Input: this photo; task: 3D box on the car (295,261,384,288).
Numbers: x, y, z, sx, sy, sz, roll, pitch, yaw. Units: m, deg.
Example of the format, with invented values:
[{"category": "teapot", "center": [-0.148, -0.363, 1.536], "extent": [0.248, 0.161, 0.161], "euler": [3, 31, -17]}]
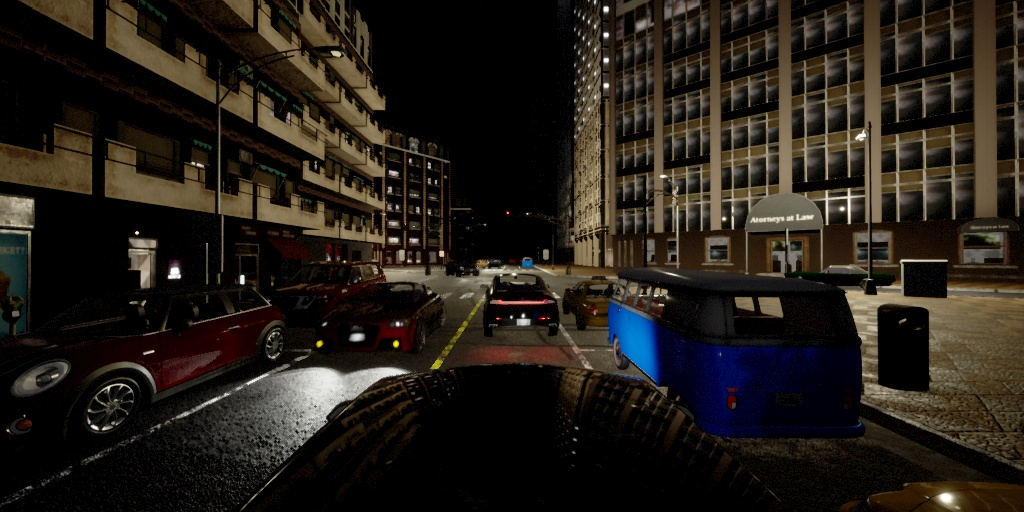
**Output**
[{"category": "car", "center": [-5.316, 1.068, 10.700], "extent": [2.192, 1.841, 5.009], "euler": [0, 0, 0]}]

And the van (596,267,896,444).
[{"category": "van", "center": [2.565, 1.092, 5.171], "extent": [1.690, 1.789, 3.998], "euler": [0, 0, 0]}]

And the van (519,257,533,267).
[{"category": "van", "center": [2.558, 1.167, 59.700], "extent": [1.690, 1.789, 3.998], "euler": [0, 0, 0]}]

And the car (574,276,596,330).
[{"category": "car", "center": [2.564, 1.278, 10.877], "extent": [1.751, 1.417, 4.829], "euler": [0, 0, 0]}]

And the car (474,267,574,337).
[{"category": "car", "center": [0.132, 1.244, 10.312], "extent": [2.128, 1.511, 4.902], "euler": [0, 0, -3]}]

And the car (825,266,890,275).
[{"category": "car", "center": [18.306, 1.194, 20.426], "extent": [4.718, 1.301, 1.895], "euler": [-1, -1, 40]}]

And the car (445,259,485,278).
[{"category": "car", "center": [-4.781, 1.129, 34.450], "extent": [2.097, 1.767, 4.553], "euler": [0, 0, -30]}]

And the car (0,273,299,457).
[{"category": "car", "center": [-5.315, 1.191, 5.164], "extent": [1.967, 1.591, 4.097], "euler": [0, 0, 0]}]

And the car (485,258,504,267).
[{"category": "car", "center": [-2.824, 1.425, 58.789], "extent": [1.895, 1.301, 4.718], "euler": [0, 0, 2]}]

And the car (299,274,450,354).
[{"category": "car", "center": [-2.866, 1.316, 8.623], "extent": [1.994, 1.385, 4.181], "euler": [0, 0, 0]}]

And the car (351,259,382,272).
[{"category": "car", "center": [-20.140, 1.306, 49.497], "extent": [4.553, 1.767, 2.097], "euler": [-1, -1, 41]}]
